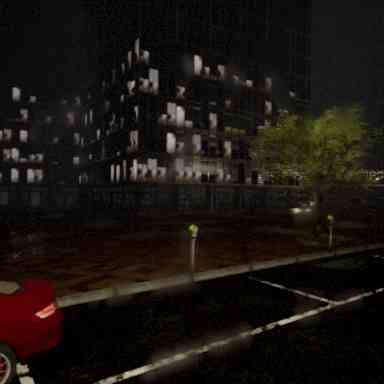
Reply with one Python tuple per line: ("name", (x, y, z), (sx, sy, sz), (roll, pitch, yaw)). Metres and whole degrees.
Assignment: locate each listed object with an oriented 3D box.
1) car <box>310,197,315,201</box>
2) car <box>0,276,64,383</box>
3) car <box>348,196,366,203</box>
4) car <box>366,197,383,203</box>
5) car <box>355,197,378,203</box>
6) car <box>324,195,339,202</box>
("car", (28.141, 1.556, 83.042), (1.967, 1.590, 4.097), (1, -1, -19))
("car", (-3.602, 1.580, 3.513), (4.206, 1.307, 1.802), (0, 1, -35))
("car", (33.602, 1.471, 67.180), (1.967, 1.590, 4.097), (1, -1, -19))
("car", (35.422, 1.554, 61.892), (2.008, 1.369, 4.403), (1, -1, -19))
("car", (39.224, 1.739, 75.050), (2.008, 1.369, 4.403), (1, -1, -19))
("car", (35.584, 1.560, 85.632), (2.192, 1.841, 5.009), (1, -1, -19))
